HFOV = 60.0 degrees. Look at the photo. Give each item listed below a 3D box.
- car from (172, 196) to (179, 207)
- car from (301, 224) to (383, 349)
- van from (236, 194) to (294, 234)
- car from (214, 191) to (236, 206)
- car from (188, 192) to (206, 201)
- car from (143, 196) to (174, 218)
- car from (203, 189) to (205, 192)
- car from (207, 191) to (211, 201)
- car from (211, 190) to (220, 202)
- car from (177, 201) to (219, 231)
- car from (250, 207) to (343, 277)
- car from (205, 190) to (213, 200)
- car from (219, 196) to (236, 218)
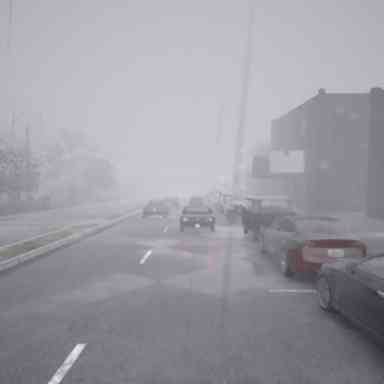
[{"bbox_3d":[-2.676,1.195,43.036,1.895,1.301,4.718,0,1,1],"label":"car"},{"bbox_3d":[3.280,1.483,4.487,2.002,1.452,4.674,2,1,1],"label":"car"},{"bbox_3d":[3.389,1.114,15.591,1.878,1.987,4.442,0,1,1],"label":"van"},{"bbox_3d":[3.577,1.060,32.143,2.185,1.767,4.553,0,1,1],"label":"car"},{"bbox_3d":[0.562,1.109,42.611,1.837,1.490,4.892,0,1,1],"label":"car"},{"bbox_3d":[-2.847,1.303,27.485,1.994,1.385,4.181,0,1,1],"label":"car"},{"bbox_3d":[4.020,0.701,70.815,2.185,1.767,4.553,0,1,1],"label":"car"},{"bbox_3d":[3.768,1.032,48.744,2.097,1.535,5.008,0,1,1],"label":"car"},{"bbox_3d":[3.641,1.009,37.668,2.185,1.767,4.553,0,1,1],"label":"car"},{"bbox_3d":[0.308,1.421,19.274,1.895,1.301,4.718,0,1,1],"label":"car"},{"bbox_3d":[3.326,1.421,9.982,2.163,1.488,4.792,0,1,1],"label":"car"},{"bbox_3d":[3.830,0.730,54.175,2.435,2.045,5.566,0,1,1],"label":"car"},{"bbox_3d":[3.514,1.278,26.524,2.002,1.452,4.674,0,1,1],"label":"car"}]
